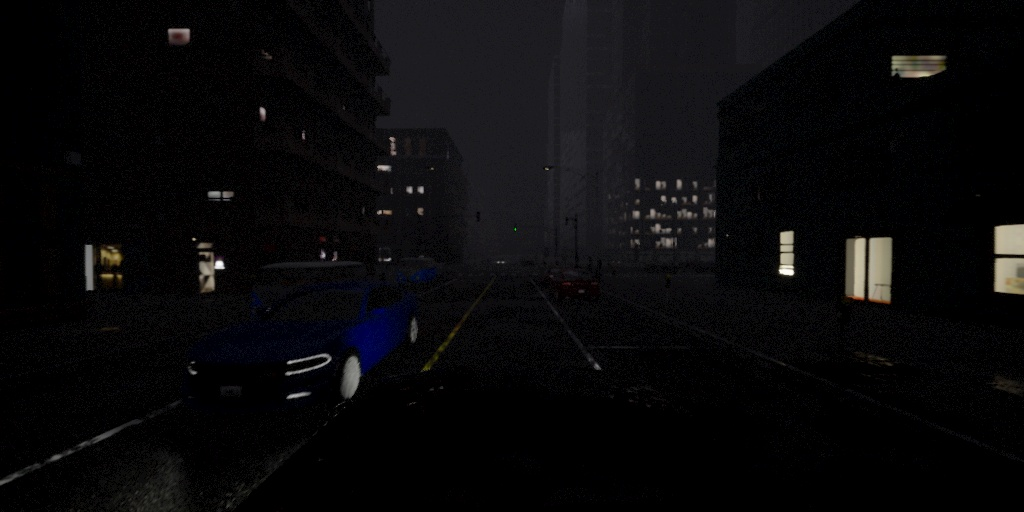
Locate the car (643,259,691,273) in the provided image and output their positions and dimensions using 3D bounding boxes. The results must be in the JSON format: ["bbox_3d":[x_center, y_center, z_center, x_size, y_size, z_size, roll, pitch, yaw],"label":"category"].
[{"bbox_3d":[16.750,1.258,39.448,4.403,1.370,2.007,0,0,1],"label":"car"}]

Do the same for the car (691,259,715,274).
[{"bbox_3d":[22.232,1.299,39.368,4.313,1.339,1.948,0,0,1],"label":"car"}]

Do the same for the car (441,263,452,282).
[{"bbox_3d":[-5.667,1.172,27.255,2.007,1.370,4.403,0,0,0],"label":"car"}]

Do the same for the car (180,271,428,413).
[{"bbox_3d":[-3.095,1.205,6.446,1.882,1.535,5.008,0,0,0],"label":"car"}]

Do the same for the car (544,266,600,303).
[{"bbox_3d":[2.703,1.224,16.123,1.888,1.381,4.507,0,0,0],"label":"car"}]

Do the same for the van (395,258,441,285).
[{"bbox_3d":[-5.672,0.991,21.676,1.690,1.789,3.998,0,0,0],"label":"van"}]

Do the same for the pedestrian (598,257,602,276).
[{"bbox_3d":[8.165,0.962,33.507,0.375,1.860,0.375,-1,1,0],"label":"pedestrian"}]

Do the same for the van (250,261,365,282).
[{"bbox_3d":[-5.683,1.048,10.513,1.690,1.789,3.998,0,0,0],"label":"van"}]

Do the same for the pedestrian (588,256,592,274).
[{"bbox_3d":[7.164,0.913,32.907,0.375,1.860,0.375,-1,1,0],"label":"pedestrian"}]

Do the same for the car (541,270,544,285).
[{"bbox_3d":[2.709,1.232,21.704,1.802,1.307,4.207,0,0,0],"label":"car"}]

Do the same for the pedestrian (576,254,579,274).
[{"bbox_3d":[6.166,0.736,34.104,0.375,1.860,0.375,-1,1,0],"label":"pedestrian"}]

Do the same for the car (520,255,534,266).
[{"bbox_3d":[2.712,0.985,59.768,1.888,1.381,4.507,0,0,0],"label":"car"}]
